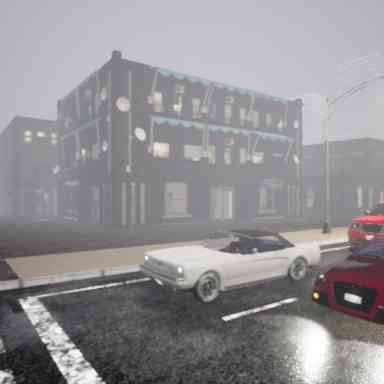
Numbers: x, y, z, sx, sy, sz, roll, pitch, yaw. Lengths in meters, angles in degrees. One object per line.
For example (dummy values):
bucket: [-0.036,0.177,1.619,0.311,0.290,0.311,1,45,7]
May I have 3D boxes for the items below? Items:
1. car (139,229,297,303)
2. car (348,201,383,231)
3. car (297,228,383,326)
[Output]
car: [1.105,1.655,8.475,4.718,1.301,1.895,1,0,-35]
car: [8.888,1.366,14.002,5.566,2.045,2.150,1,0,-35]
car: [4.340,1.634,6.773,4.181,1.385,1.994,1,0,-35]
